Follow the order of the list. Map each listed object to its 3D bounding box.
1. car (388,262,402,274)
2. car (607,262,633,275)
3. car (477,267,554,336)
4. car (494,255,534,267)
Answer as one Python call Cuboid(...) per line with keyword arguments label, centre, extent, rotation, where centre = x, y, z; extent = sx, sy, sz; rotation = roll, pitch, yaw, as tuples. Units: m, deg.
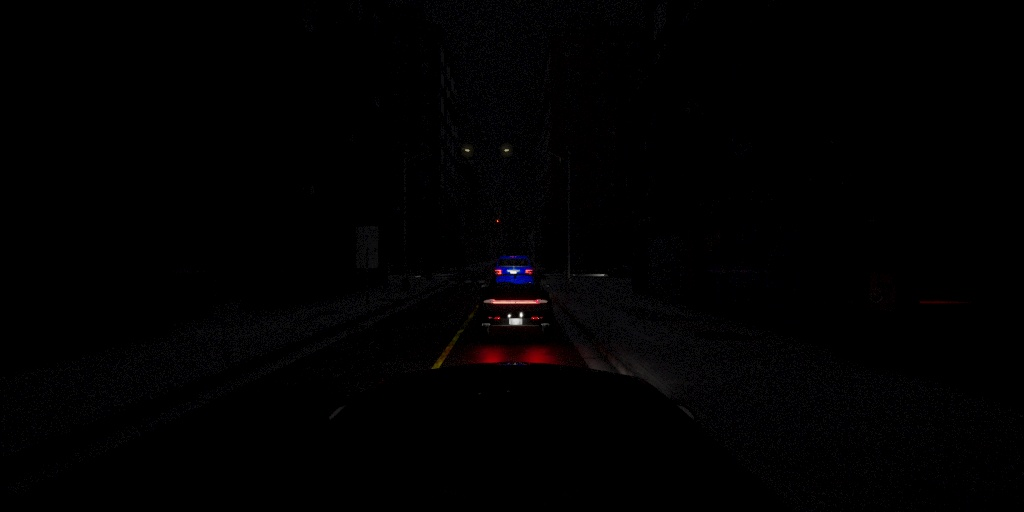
Cuboid(label="car", centre=(-14.660, 1.288, 40.352), extent=(4.313, 1.339, 1.948), rotation=(0, 0, 0))
Cuboid(label="car", centre=(12.157, 1.316, 37.714), extent=(4.181, 1.385, 1.994), rotation=(0, 0, 0))
Cuboid(label="car", centre=(0.098, 1.241, 10.381), extent=(2.128, 1.511, 4.902), rotation=(0, 0, 0))
Cuboid(label="car", centre=(0.102, 0.971, 20.693), extent=(2.150, 2.045, 5.566), rotation=(0, 0, 1))
